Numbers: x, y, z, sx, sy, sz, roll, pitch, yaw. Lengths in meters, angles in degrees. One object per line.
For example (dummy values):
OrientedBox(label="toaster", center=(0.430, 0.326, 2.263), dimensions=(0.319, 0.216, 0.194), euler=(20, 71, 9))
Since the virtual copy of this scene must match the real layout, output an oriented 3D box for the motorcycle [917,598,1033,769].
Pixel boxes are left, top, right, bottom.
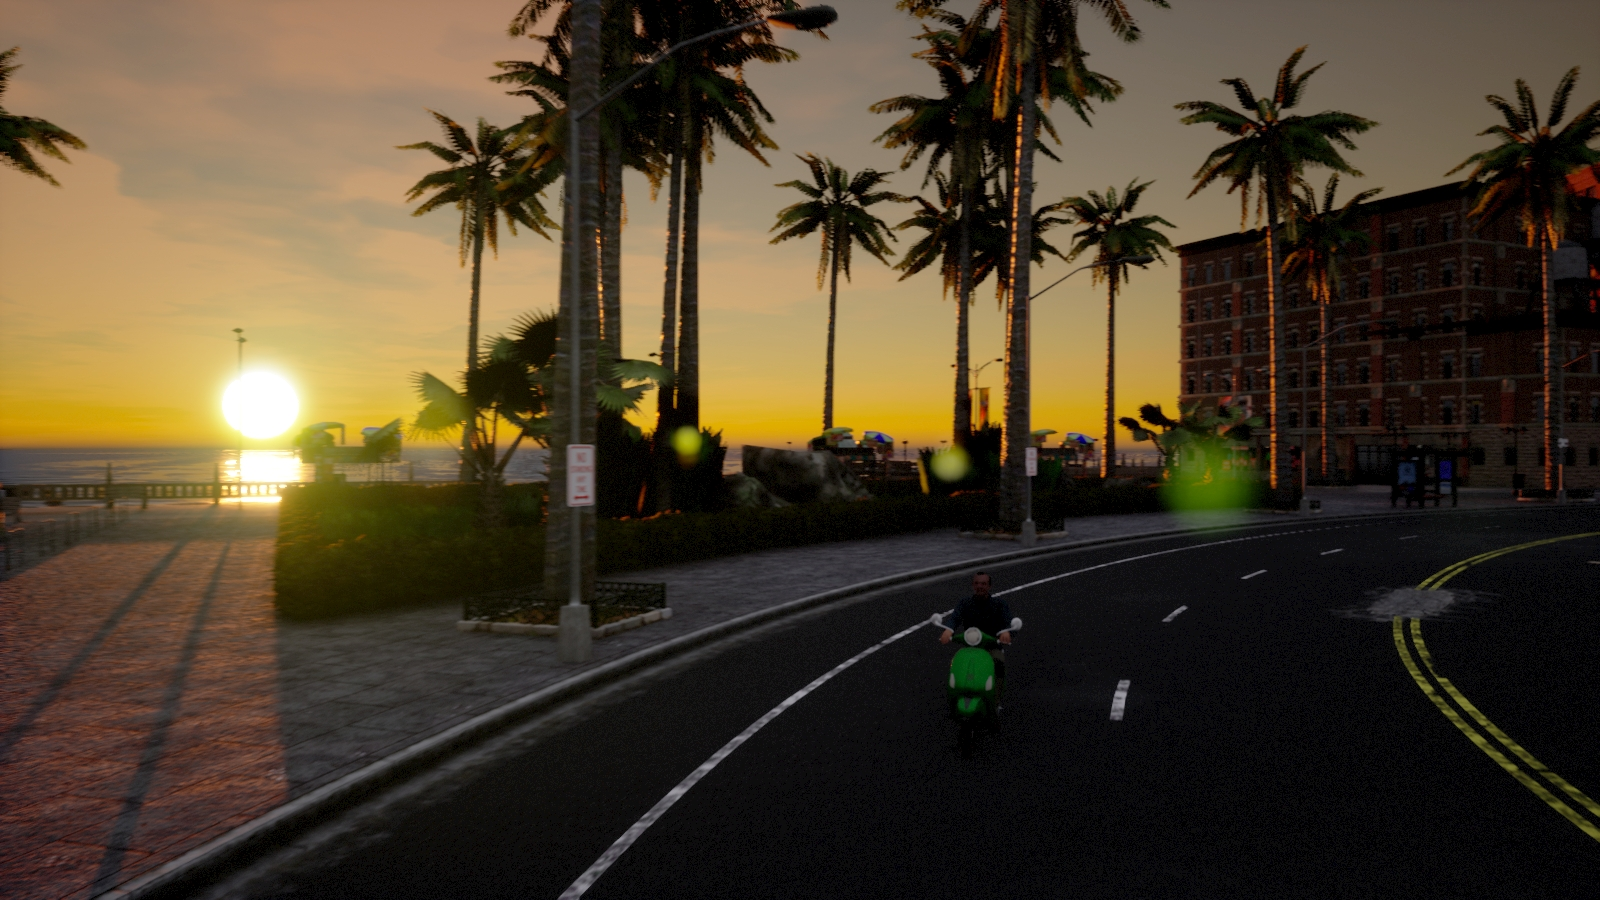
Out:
OrientedBox(label="motorcycle", center=(1.731, 2.183, 11.041), dimensions=(0.856, 1.236, 1.805), euler=(1, 0, 17))
